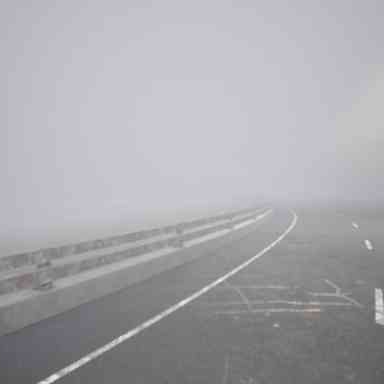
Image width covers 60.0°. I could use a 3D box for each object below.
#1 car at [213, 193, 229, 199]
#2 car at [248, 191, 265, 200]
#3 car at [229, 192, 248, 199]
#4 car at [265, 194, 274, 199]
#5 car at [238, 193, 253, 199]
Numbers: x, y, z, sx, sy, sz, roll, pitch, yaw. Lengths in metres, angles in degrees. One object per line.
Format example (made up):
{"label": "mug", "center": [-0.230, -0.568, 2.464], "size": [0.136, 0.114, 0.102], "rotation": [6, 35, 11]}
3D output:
{"label": "car", "center": [8.341, 1.238, 90.108], "size": [1.882, 1.535, 5.008], "rotation": [-2, 0, -20]}
{"label": "car", "center": [14.764, 0.773, 80.840], "size": [2.150, 2.045, 5.566], "rotation": [-2, 0, -14]}
{"label": "car", "center": [11.234, 1.259, 80.586], "size": [1.895, 1.301, 4.718], "rotation": [-2, 0, -14]}
{"label": "car", "center": [18.222, 1.029, 81.451], "size": [1.895, 1.301, 4.718], "rotation": [-2, 0, -14]}
{"label": "car", "center": [14.945, 1.021, 92.412], "size": [1.882, 1.535, 5.008], "rotation": [-2, 0, -20]}
